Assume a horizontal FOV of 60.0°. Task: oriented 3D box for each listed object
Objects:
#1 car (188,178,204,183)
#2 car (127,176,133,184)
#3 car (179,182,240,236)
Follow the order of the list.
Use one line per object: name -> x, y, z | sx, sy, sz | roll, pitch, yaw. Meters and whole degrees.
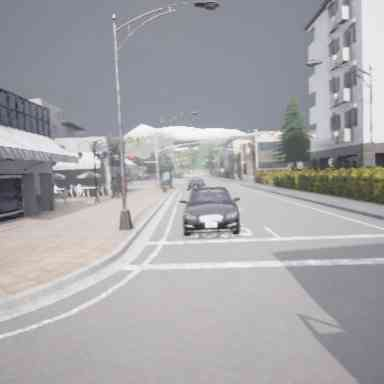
car -> 0.493, -0.971, 39.538 | 1.994, 1.385, 4.181 | -3, 3, 0
car -> -15.364, -2.692, 79.070 | 2.007, 1.523, 4.514 | -3, 3, -1
car -> 0.656, 0.568, 12.296 | 2.128, 1.511, 4.902 | -2, 3, 2
